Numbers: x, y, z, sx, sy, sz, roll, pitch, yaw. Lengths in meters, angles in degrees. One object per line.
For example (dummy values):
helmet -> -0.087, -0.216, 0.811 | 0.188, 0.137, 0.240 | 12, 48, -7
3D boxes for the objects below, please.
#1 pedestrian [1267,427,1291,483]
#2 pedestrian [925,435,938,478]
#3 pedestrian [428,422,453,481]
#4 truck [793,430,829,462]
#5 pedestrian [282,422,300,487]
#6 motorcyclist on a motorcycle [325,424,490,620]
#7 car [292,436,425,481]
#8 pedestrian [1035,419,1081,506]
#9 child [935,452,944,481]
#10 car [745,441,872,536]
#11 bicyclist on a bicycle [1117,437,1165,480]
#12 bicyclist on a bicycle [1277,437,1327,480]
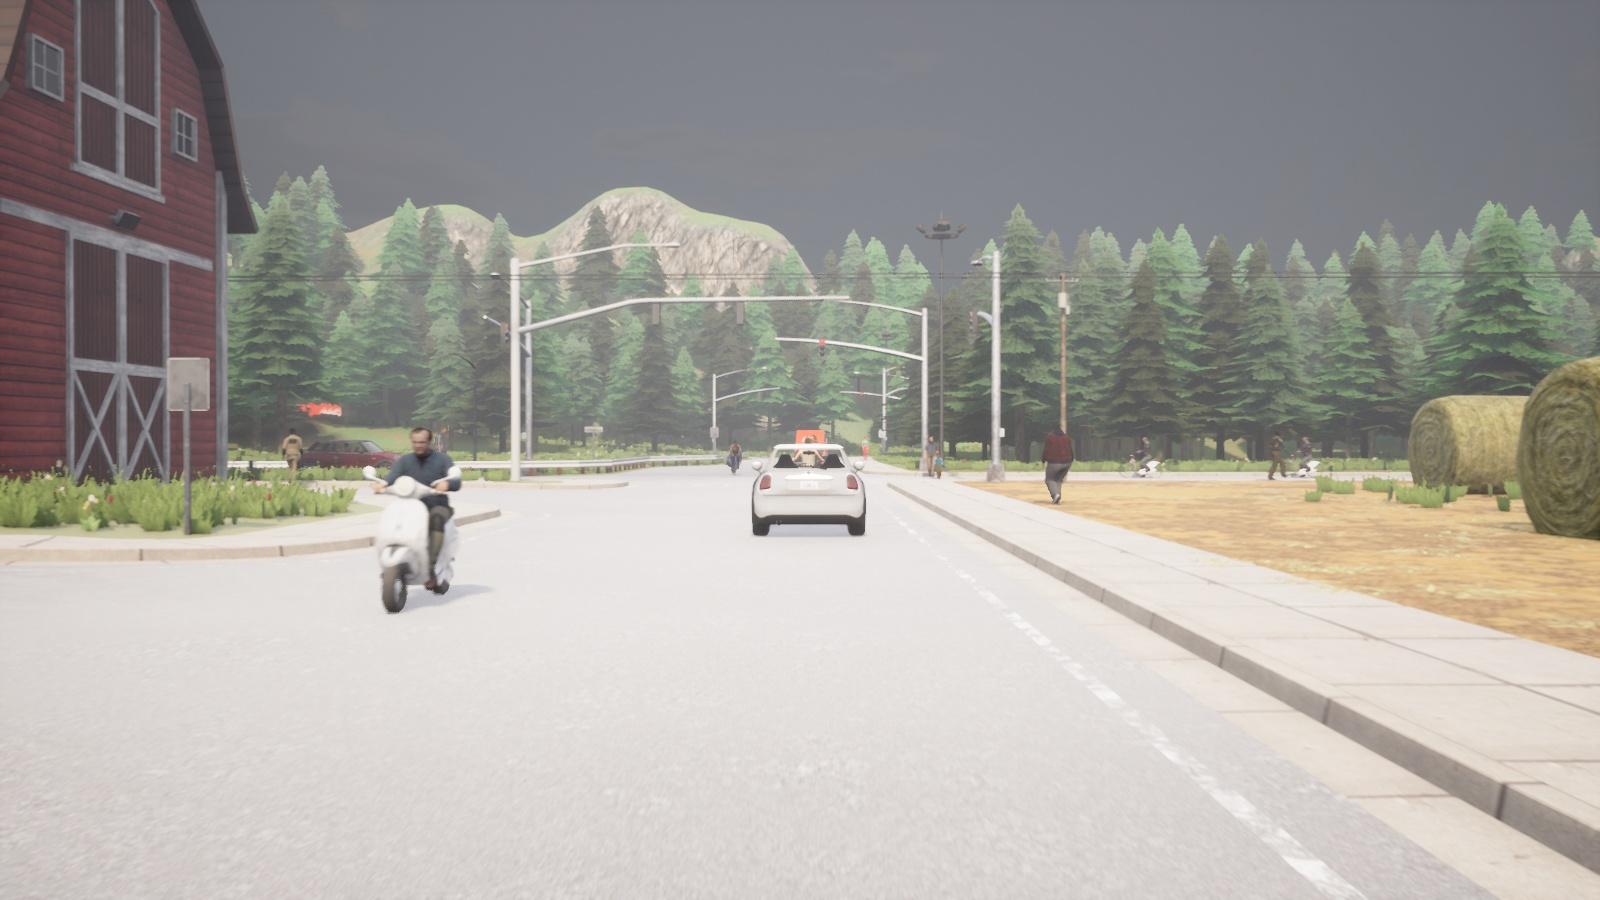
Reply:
pedestrian -> 16.867, 0.172, 44.203 | 0.692, 1.930, 0.395 | 0, 0, -8
pedestrian -> 5.669, 0.264, 54.052 | 0.540, 1.848, 0.694 | 0, 0, 4
pedestrian -> -11.391, 0.054, 39.772 | 0.694, 1.848, 0.540 | 0, 0, -6
truck -> 0.880, -0.296, 97.625 | 2.627, 2.467, 5.204 | 0, 0, 2
pedestrian -> -15.327, 0.134, 37.815 | 0.396, 1.930, 0.692 | 0, 0, -13
motorcyclist on a motorcycle -> -3.419, 0.581, 11.126 | 0.866, 1.590, 1.817 | 0, 0, 0
car -> -17.653, 0.334, 50.364 | 4.553, 1.767, 2.097 | 0, 0, 1
pedestrian -> 5.534, 0.256, 27.002 | 0.634, 1.844, 0.899 | 0, 0, -15
child -> 5.737, 0.661, 51.716 | 0.343, 1.192, 0.448 | 0, 0, 3
car -> 0.138, 0.591, 21.432 | 1.970, 1.475, 3.806 | 0, 0, 0
bicyclist on a bicycle -> 14.429, 0.356, 53.101 | 1.843, 1.776, 0.659 | 0, 0, 1
bicyclist on a bicycle -> 21.151, 0.362, 52.941 | 1.843, 1.776, 0.659 | 0, 0, 1
